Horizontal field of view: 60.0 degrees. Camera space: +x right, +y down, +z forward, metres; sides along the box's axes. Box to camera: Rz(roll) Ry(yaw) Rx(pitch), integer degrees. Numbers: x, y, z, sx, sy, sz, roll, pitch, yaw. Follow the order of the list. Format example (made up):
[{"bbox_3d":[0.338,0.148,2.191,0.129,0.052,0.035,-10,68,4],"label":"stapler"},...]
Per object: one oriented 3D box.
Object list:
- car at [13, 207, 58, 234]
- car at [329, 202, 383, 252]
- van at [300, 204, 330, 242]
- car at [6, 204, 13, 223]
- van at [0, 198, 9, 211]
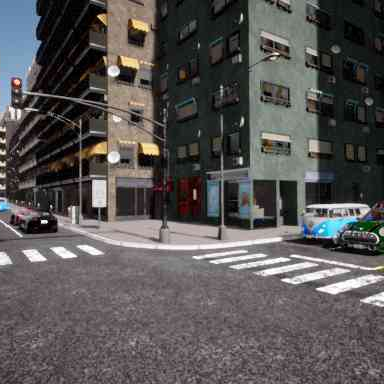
[{"bbox_3d":[-9.590,1.745,20.709,1.947,1.339,4.313,1,-1,-34],"label":"car"},{"bbox_3d":[8.050,1.429,13.618,4.553,1.767,2.097,0,-1,-34],"label":"car"},{"bbox_3d":[6.959,1.466,15.995,3.998,1.788,1.690,0,-1,-34],"label":"van"},{"bbox_3d":[-12.712,1.786,25.323,1.802,1.307,4.206,1,-1,-34],"label":"car"},{"bbox_3d":[-25.199,1.646,43.782,1.690,1.788,3.998,1,-1,-34],"label":"van"}]
